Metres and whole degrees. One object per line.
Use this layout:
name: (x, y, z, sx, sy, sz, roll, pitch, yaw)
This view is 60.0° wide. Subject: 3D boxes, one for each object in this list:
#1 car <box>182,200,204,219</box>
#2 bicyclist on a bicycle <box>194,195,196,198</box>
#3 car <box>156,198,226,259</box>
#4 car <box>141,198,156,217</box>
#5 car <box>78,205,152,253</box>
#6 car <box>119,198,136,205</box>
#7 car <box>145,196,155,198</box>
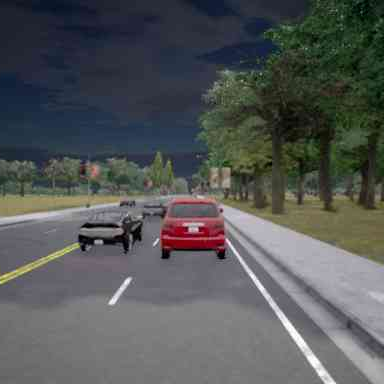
car: (0.080, 1.520, 30.435, 1.882, 1.535, 5.008, 0, 0, 0)
bicyclist on a bicycle: (0.901, 1.579, 90.841, 0.659, 1.776, 1.843, 0, 0, 0)
car: (0.066, 1.236, 12.848, 2.150, 2.045, 5.566, 0, 0, 0)
car: (-3.176, 1.532, 28.899, 2.128, 1.511, 4.902, 0, 0, 0)
car: (-3.177, 1.505, 13.820, 2.128, 1.511, 4.902, 0, 0, 0)
car: (-9.824, 1.640, 51.360, 2.033, 1.411, 5.357, 0, 0, 0)
car: (-6.571, 1.447, 51.809, 2.097, 1.767, 4.553, 0, 0, 0)
